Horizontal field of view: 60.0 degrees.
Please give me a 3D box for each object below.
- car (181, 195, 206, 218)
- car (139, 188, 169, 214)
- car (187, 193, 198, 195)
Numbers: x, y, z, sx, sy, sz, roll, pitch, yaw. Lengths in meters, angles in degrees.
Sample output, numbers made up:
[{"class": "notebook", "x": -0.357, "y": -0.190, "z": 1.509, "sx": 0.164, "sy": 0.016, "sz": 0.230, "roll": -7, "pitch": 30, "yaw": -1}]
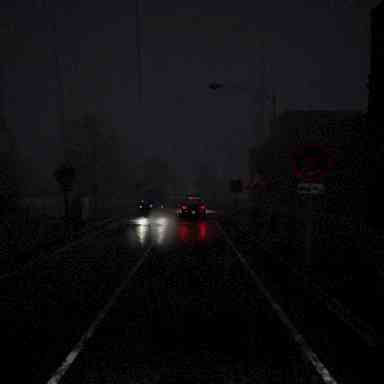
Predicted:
[{"class": "car", "x": 0.105, "y": 1.250, "z": 26.468, "sx": 1.812, "sy": 1.442, "sz": 4.674, "roll": 0, "pitch": 1, "yaw": 0}, {"class": "car", "x": -3.318, "y": 0.680, "z": 29.913, "sx": 2.150, "sy": 2.045, "sz": 5.566, "roll": 0, "pitch": 2, "yaw": 0}, {"class": "car", "x": 0.109, "y": 0.923, "z": 41.967, "sx": 2.128, "sy": 1.511, "sz": 4.902, "roll": 0, "pitch": 1, "yaw": 0}]
